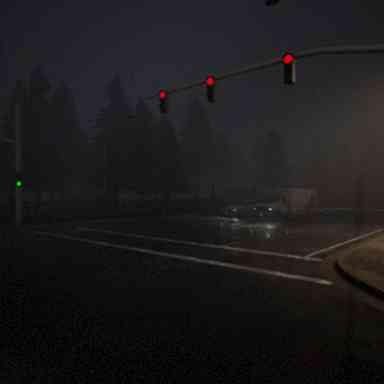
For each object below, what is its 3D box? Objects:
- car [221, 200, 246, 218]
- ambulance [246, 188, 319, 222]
[{"bbox_3d":[4.634,1.452,29.463,4.674,1.442,1.812,0,0,-40],"label":"car"},{"bbox_3d":[7.484,0.956,26.536,6.366,2.431,2.351,0,0,-41],"label":"ambulance"}]
